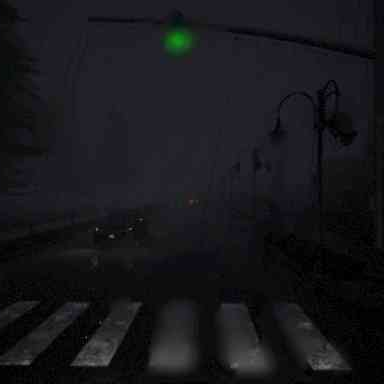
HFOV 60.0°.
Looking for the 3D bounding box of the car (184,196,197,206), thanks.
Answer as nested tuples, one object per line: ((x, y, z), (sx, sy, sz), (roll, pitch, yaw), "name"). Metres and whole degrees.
((0.039, 1.462, 55.861), (2.097, 1.767, 4.553), (0, 0, -11), "car")

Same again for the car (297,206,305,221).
((9.511, 1.216, 23.233), (3.866, 1.878, 1.905), (0, 0, 2), "car")

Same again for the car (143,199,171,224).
((-2.976, 1.552, 25.199), (1.837, 1.490, 4.892), (0, 0, 2), "car")

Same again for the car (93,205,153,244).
((-3.241, 1.554, 16.029), (1.812, 1.442, 4.674), (0, 0, 2), "car")

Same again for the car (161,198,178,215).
((-2.674, 1.420, 35.257), (2.097, 1.767, 4.553), (0, 0, 2), "car")

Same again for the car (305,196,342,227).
((9.834, 1.208, 20.709), (4.605, 1.855, 1.932), (0, 0, 2), "car")

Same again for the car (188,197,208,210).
((0.955, 1.690, 45.687), (1.895, 1.301, 4.718), (0, 0, -5), "car")
